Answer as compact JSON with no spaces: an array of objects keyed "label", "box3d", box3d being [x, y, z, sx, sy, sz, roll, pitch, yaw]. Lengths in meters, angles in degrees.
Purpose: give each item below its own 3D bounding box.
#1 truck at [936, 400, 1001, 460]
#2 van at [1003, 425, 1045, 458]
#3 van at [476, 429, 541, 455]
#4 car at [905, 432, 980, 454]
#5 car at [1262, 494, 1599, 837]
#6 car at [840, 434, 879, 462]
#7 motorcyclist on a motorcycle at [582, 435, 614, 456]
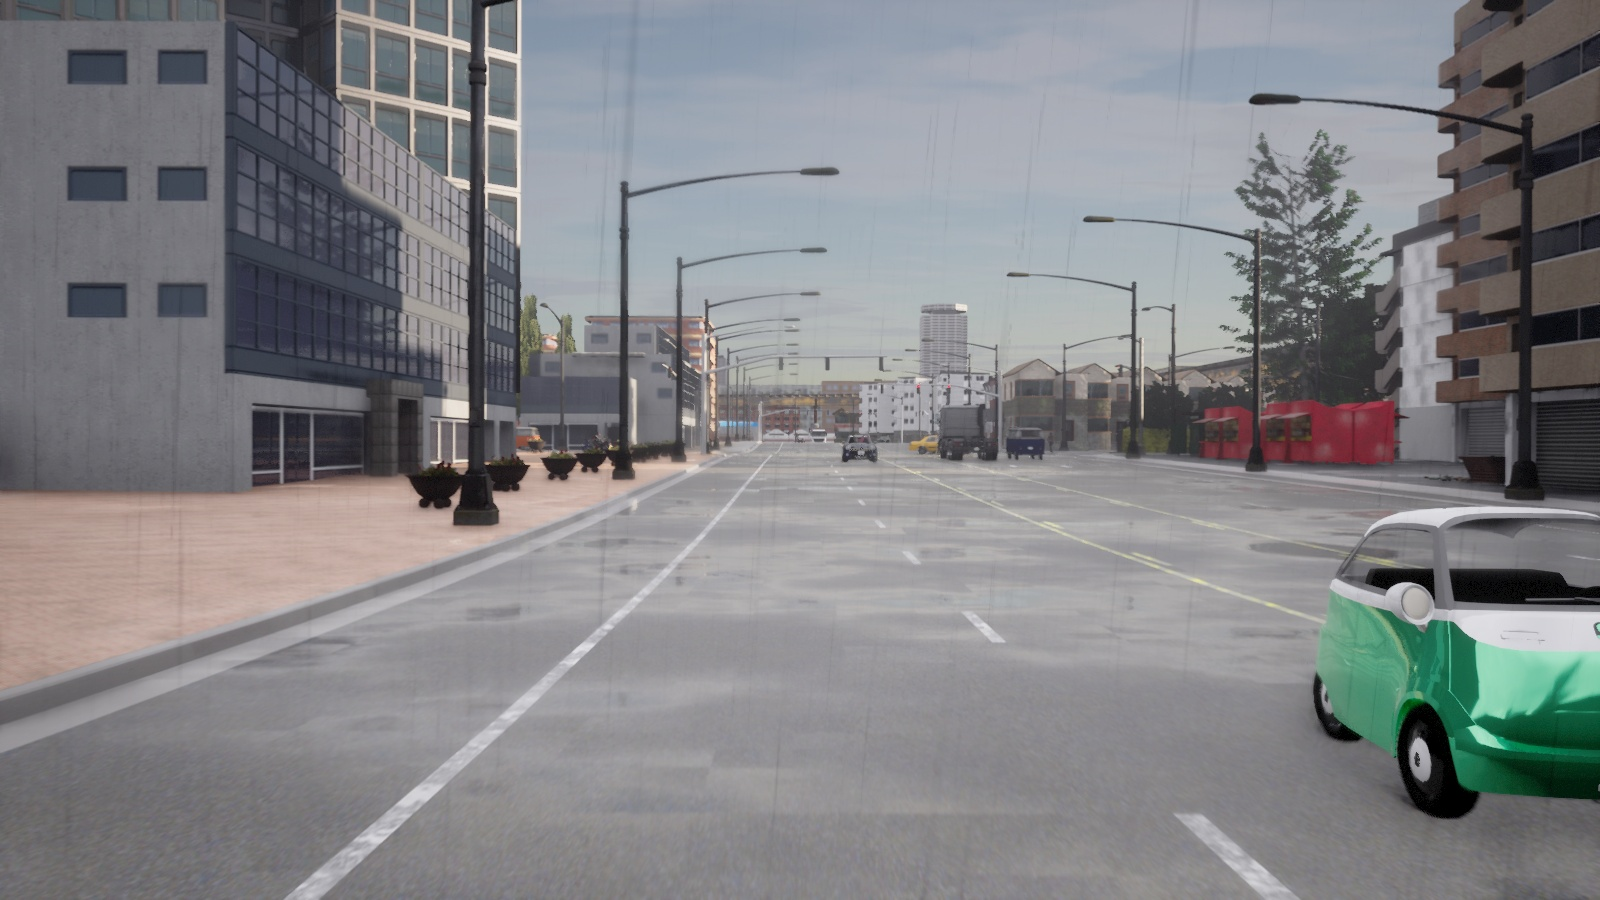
[{"label":"truck","box3d":[10.303,-1.244,77.470,2.891,3.462,7.936,0,1,0]},{"label":"van","box3d":[13.806,-0.527,77.484,1.775,1.987,4.442,0,1,0]},{"label":"van","box3d":[-21.935,-0.606,94.654,4.442,1.987,1.775,0,0,0]},{"label":"car","box3d":[10.635,-0.531,93.868,5.366,1.575,1.801,0,1,35]},{"label":"car","box3d":[3.485,0.934,6.335,1.481,1.376,2.207,0,-1,0]},{"label":"car","box3d":[3.324,-0.145,70.489,1.970,1.475,3.806,0,1,0]},{"label":"motorcyclist on a motorcycle","box3d":[-14.675,-0.330,91.117,2.191,1.530,0.866,0,0,0]}]
